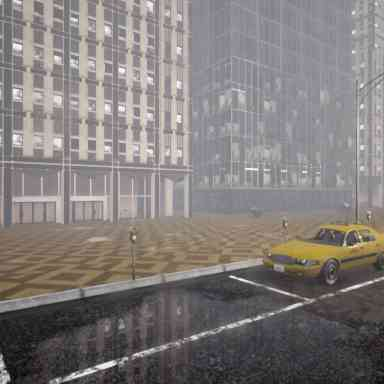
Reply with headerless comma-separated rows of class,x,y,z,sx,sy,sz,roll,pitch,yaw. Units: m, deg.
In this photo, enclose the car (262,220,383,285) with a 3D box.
car,4.068,1.526,9.479,4.829,1.417,1.752,0,0,-36
